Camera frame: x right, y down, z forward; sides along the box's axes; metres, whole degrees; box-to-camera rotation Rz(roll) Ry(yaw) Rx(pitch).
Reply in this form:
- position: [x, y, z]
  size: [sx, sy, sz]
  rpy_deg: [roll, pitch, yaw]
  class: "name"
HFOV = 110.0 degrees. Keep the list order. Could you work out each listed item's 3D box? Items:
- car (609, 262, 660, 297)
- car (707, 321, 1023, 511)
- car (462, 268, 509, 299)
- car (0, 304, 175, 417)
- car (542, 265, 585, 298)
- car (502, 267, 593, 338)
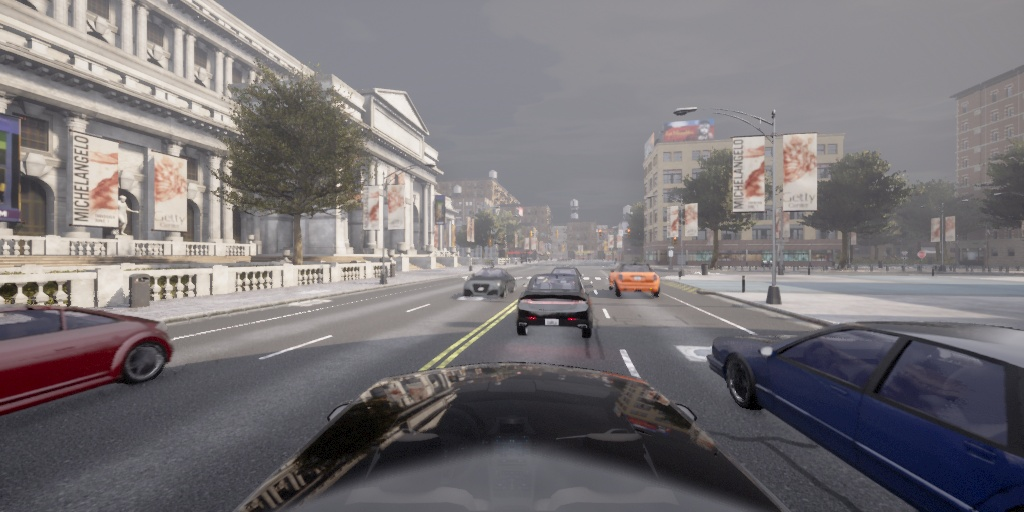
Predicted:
- position: [6.445, 1.103, 19.329]
  size: [2.097, 1.767, 4.553]
  rpy_deg: [0, 0, 10]
  class: "car"
- position: [3.773, 1.298, 3.023]
  size: [2.033, 1.411, 5.357]
  rpy_deg: [0, 0, 4]
  class: "car"
- position: [-1.040, 1.314, 18.230]
  size: [1.994, 1.385, 4.181]
  rpy_deg: [0, 0, 11]
  class: "car"
- position: [-6.788, 1.314, 4.303]
  size: [1.994, 1.385, 4.181]
  rpy_deg: [0, 0, 4]
  class: "car"
- position: [2.945, 1.297, 19.763]
  size: [2.033, 1.411, 5.357]
  rpy_deg: [0, 0, 11]
  class: "car"
- position: [1.270, 1.242, 10.287]
  size: [2.128, 1.511, 4.902]
  rpy_deg: [0, 0, 9]
  class: "car"
